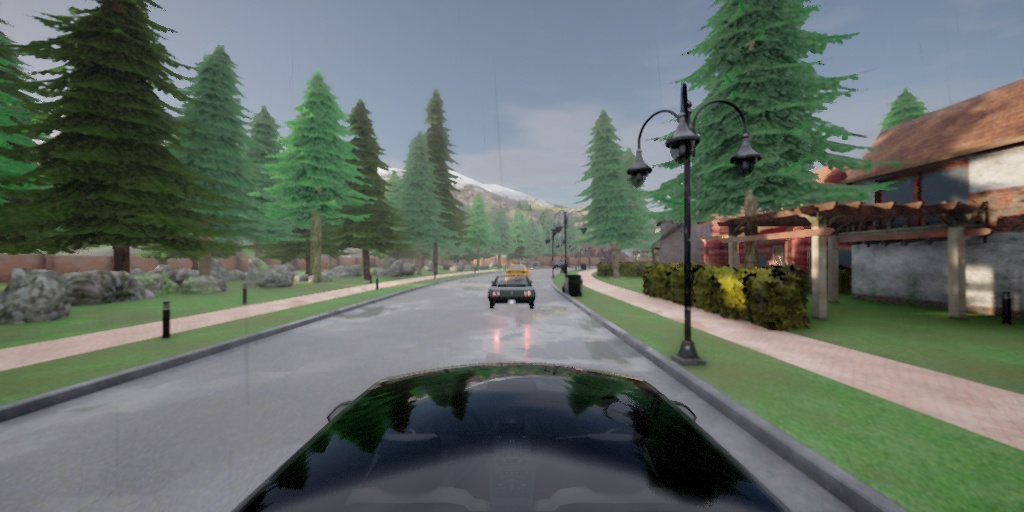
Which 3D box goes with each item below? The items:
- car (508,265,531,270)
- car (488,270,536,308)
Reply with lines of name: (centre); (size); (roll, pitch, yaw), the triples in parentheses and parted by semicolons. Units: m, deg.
car: (0.602, 1.498, 31.061); (1.882, 1.535, 5.008); (0, 0, 6)
car: (-0.005, 1.482, 15.900); (1.895, 1.301, 4.718); (0, 0, 0)
